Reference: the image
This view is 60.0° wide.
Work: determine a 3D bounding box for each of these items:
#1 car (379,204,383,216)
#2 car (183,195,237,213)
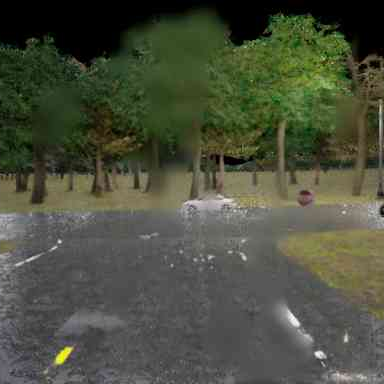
[{"bbox_3d":[14.809,1.066,22.063,4.181,1.385,1.994,-2,3,0],"label":"car"},{"bbox_3d":[1.543,0.998,29.010,4.674,1.442,1.812,-1,3,-1],"label":"car"}]
